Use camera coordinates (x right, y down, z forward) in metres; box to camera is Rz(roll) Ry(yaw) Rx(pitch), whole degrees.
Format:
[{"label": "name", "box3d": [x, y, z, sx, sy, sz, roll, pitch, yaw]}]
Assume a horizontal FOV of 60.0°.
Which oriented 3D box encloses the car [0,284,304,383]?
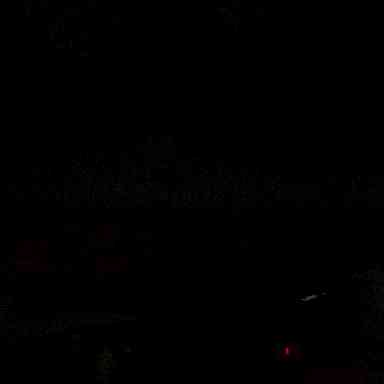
[{"label": "car", "box3d": [-1.460, 1.554, 2.404, 5.357, 1.411, 2.033, 0, 0, -36]}]
